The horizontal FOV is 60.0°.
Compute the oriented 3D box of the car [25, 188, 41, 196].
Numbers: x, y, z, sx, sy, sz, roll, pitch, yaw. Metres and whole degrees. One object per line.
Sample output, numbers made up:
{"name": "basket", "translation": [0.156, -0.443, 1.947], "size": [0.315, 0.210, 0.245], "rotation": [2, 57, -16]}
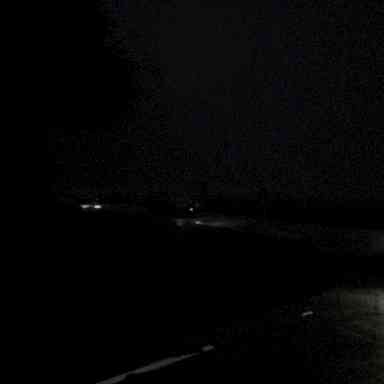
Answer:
{"name": "car", "translation": [-40.237, 0.029, 84.924], "size": [2.150, 2.045, 5.566], "rotation": [-1, 1, -36]}

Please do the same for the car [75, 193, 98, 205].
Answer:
{"name": "car", "translation": [-14.019, 0.855, 44.000], "size": [1.882, 1.535, 5.008], "rotation": [-1, 1, -36]}

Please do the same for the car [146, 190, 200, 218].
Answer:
{"name": "car", "translation": [-1.674, 0.902, 26.919], "size": [2.150, 2.045, 5.566], "rotation": [-1, 2, -36]}
